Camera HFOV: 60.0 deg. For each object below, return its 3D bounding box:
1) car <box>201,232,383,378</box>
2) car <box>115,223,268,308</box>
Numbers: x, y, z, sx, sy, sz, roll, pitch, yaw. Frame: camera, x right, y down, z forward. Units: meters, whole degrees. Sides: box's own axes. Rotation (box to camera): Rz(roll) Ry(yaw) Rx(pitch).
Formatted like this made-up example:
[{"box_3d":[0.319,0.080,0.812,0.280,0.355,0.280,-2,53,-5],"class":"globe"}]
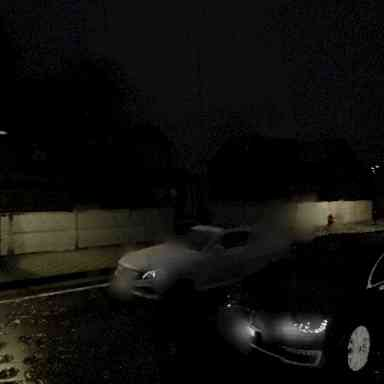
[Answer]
[{"box_3d":[2.700,1.505,5.613,4.892,1.490,1.837,0,0,-35],"class":"car"},{"box_3d":[0.507,1.525,8.042,4.674,1.442,1.812,0,0,-36],"class":"car"}]
